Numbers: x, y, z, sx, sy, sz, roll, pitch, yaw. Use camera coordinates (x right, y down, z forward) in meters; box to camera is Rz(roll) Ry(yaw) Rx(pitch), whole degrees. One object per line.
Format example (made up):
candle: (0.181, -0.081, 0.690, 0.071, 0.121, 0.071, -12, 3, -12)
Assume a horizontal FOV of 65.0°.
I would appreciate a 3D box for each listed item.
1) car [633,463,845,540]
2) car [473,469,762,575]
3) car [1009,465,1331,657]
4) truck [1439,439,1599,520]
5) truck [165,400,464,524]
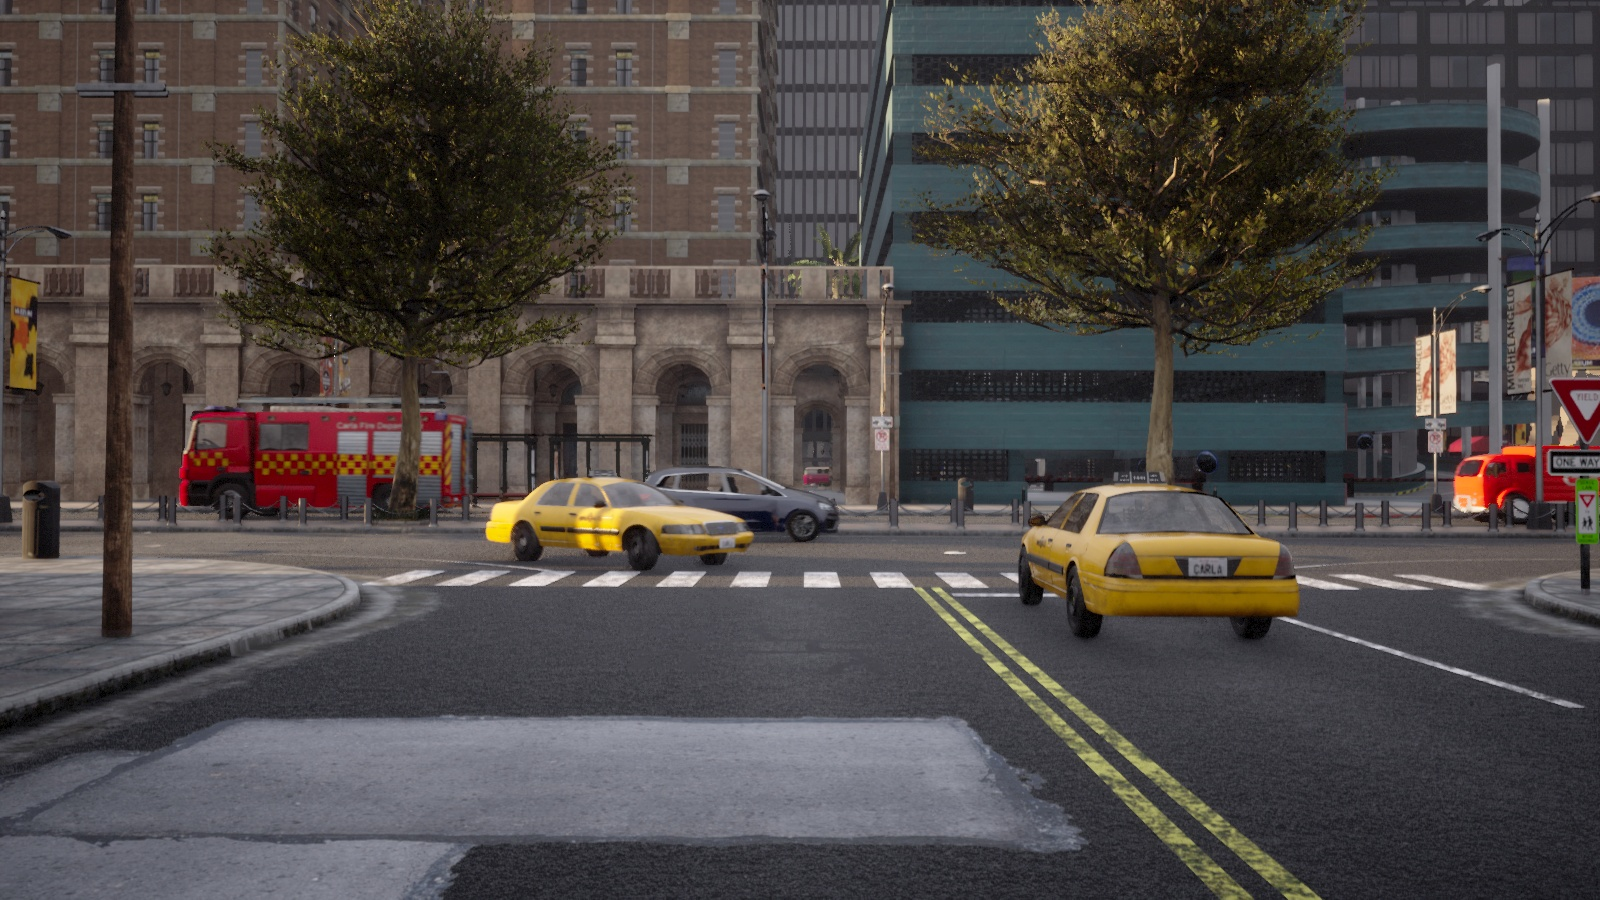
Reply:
car: (-1.322, 1.151, 28.563, 4.611, 1.667, 2.242, 0, -1, 1)
car: (-3.214, 1.129, 21.268, 5.366, 1.575, 1.801, -1, -1, 41)
car: (3.494, 0.962, 13.032, 1.801, 1.575, 5.366, 0, -1, 1)
truck: (23.510, 0.911, 39.725, 5.204, 2.467, 2.627, 0, -1, 1)
truck: (-15.407, 0.397, 40.274, 8.468, 3.827, 2.891, 0, -1, 1)
